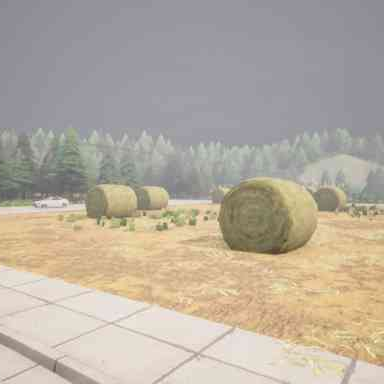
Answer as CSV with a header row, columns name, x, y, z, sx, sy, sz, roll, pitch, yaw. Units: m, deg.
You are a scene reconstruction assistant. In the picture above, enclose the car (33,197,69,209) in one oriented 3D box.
name,x,y,z,sx,sy,sz,roll,pitch,yaw
car,-18.388,1.391,43.554,1.812,1.442,4.674,0,1,36
